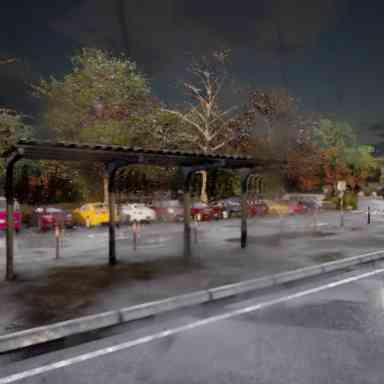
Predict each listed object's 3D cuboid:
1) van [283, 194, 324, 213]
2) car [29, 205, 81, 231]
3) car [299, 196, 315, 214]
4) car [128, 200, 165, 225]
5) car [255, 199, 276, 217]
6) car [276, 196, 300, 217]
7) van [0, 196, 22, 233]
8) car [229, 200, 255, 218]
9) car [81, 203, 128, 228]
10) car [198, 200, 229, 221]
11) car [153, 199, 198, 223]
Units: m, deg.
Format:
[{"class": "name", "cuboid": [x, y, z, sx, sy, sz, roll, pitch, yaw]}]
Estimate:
[{"class": "van", "cuboid": [11.676, 1.210, 34.930, 1.878, 1.987, 4.442, 0, 0, -36]}, {"class": "car", "cuboid": [-8.706, 1.516, 20.490, 2.002, 1.452, 4.674, 0, 0, -36]}, {"class": "car", "cuboid": [9.335, 1.469, 33.436, 2.163, 1.488, 4.792, 0, 0, -36]}, {"class": "car", "cuboid": [-4.191, 1.505, 23.722, 2.002, 1.452, 4.674, 0, 0, -36]}, {"class": "car", "cuboid": [4.820, 1.476, 30.206, 2.163, 1.488, 4.792, 0, 0, -36]}, {"class": "car", "cuboid": [7.201, 1.440, 31.645, 1.946, 1.575, 5.366, 0, 0, -36]}, {"class": "van", "cuboid": [-11.033, 1.256, 18.973, 1.878, 1.987, 4.442, 0, 0, -36]}, {"class": "car", "cuboid": [2.584, 1.452, 28.563, 2.231, 1.521, 4.892, 0, 0, -36]}, {"class": "car", "cuboid": [-6.446, 1.470, 22.104, 2.097, 1.535, 5.008, 0, 0, -36]}, {"class": "car", "cuboid": [0.320, 1.455, 26.958, 2.097, 1.535, 5.008, 0, 0, -36]}, {"class": "car", "cuboid": [-1.953, 1.335, 25.364, 2.185, 1.767, 4.553, 0, 0, -36]}]
